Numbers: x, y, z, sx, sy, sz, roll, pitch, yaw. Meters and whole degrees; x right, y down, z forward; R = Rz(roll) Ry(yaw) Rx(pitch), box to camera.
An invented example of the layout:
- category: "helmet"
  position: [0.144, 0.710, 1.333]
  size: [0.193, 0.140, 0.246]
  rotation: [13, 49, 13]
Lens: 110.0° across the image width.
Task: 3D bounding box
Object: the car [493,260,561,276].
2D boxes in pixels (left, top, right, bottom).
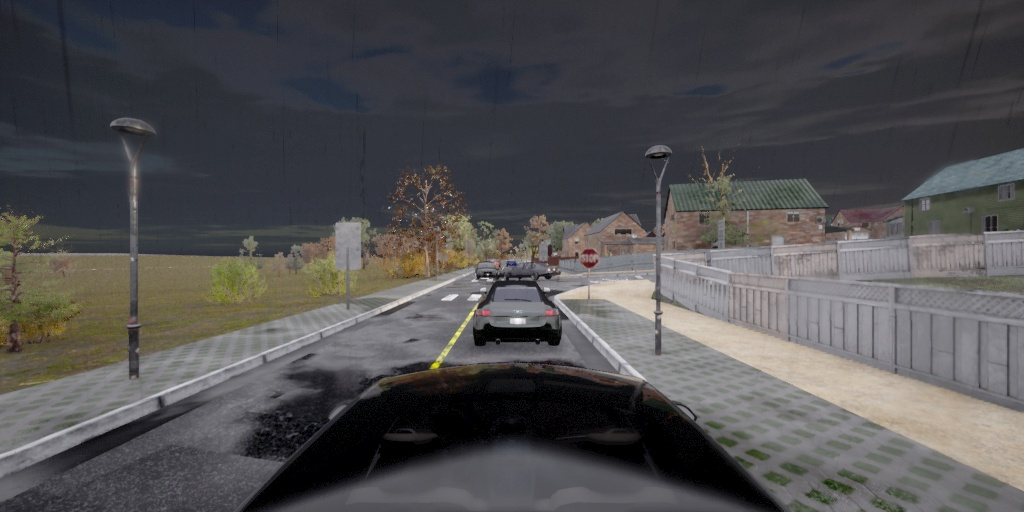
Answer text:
- category: "car"
  position: [1.297, 1.197, 28.430]
  size: [5.357, 1.411, 2.033]
  rotation: [-4, -3, 43]

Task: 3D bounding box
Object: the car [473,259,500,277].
- category: "car"
  position: [-2.294, 1.256, 31.336]
  size: [1.837, 1.490, 4.892]
  rotation: [0, 0, -8]

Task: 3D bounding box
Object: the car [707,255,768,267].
- category: "car"
  position: [14.356, 0.412, 22.826]
  size: [4.181, 1.385, 1.994]
  rotation: [-3, 0, 16]

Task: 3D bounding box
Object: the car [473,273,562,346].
- category: "car"
  position: [0.091, 1.313, 9.414]
  size: [1.994, 1.385, 4.181]
  rotation: [0, 0, -1]

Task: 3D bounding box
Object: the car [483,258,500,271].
- category: "car"
  position: [-2.920, 1.119, 51.153]
  size: [2.097, 1.767, 4.553]
  rotation: [0, 0, 1]

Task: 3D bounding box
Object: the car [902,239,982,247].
- category: "car"
  position: [23.860, -0.209, 20.418]
  size: [4.902, 1.511, 2.128]
  rotation: [-3, 0, 14]
